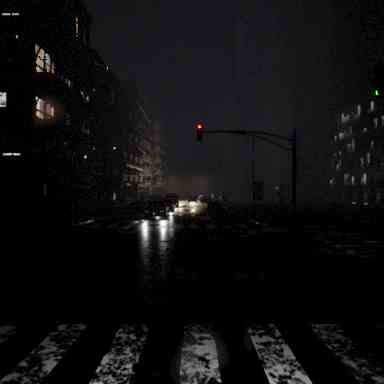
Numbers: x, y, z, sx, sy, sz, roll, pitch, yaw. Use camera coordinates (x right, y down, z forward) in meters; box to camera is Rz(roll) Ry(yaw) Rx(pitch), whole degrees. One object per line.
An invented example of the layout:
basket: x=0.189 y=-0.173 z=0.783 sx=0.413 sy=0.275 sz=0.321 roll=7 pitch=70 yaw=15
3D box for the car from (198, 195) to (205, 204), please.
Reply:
car: x=2.675 y=1.551 z=63.637 sx=2.008 sy=1.369 sz=4.403 roll=-1 pitch=0 yaw=0

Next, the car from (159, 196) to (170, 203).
car: x=-5.670 y=1.583 z=69.233 sx=1.802 sy=1.307 sz=4.206 roll=-1 pitch=0 yaw=0

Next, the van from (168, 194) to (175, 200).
van: x=-5.663 y=1.350 z=91.828 sx=1.690 sy=1.788 sz=3.998 roll=-1 pitch=0 yaw=0

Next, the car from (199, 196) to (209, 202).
car: x=2.680 y=1.548 z=74.936 sx=1.887 sy=1.381 sz=4.507 roll=-1 pitch=0 yaw=0

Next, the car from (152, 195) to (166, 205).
car: x=-5.677 y=1.439 z=57.935 sx=1.967 sy=1.590 sz=4.097 roll=-1 pitch=0 yaw=0

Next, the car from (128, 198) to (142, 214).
car: x=-5.685 y=1.540 z=35.339 sx=1.887 sy=1.381 sz=4.507 roll=-1 pitch=0 yaw=0

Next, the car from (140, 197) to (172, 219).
car: x=-3.086 y=1.500 z=29.308 sx=1.837 sy=1.490 sz=4.892 roll=0 pitch=0 yaw=0

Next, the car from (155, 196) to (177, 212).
car: x=-3.078 y=1.521 z=39.062 sx=1.812 sy=1.442 sz=4.674 roll=0 pitch=0 yaw=0

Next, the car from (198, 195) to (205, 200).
car: x=2.687 y=1.534 z=92.053 sx=1.752 sy=1.417 sz=4.829 roll=-1 pitch=0 yaw=0

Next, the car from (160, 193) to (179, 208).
car: x=-3.068 y=1.218 z=49.409 sx=2.150 sy=2.045 sz=5.566 roll=0 pitch=0 yaw=0

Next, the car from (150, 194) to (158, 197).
car: x=-5.684 y=1.436 z=40.988 sx=1.967 sy=1.590 sz=4.097 roll=-1 pitch=0 yaw=0

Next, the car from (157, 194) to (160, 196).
car: x=-5.681 y=1.312 z=52.287 sx=2.192 sy=1.841 sz=5.009 roll=-1 pitch=0 yaw=0

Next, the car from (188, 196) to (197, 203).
car: x=0.134 y=1.549 z=69.761 sx=2.033 sy=1.411 sz=5.357 roll=0 pitch=0 yaw=0

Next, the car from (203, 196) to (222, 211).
car: x=2.664 y=1.540 z=41.042 sx=1.887 sy=1.381 sz=4.507 roll=-1 pitch=0 yaw=0

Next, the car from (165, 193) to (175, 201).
car: x=-5.666 y=1.322 z=86.180 sx=2.192 sy=1.841 sz=5.009 roll=-1 pitch=0 yaw=0
